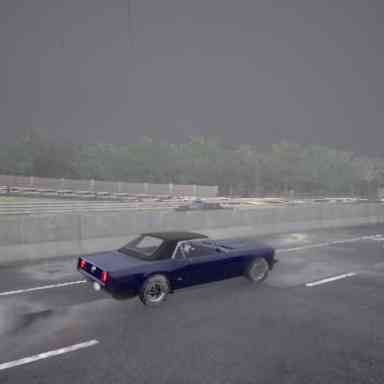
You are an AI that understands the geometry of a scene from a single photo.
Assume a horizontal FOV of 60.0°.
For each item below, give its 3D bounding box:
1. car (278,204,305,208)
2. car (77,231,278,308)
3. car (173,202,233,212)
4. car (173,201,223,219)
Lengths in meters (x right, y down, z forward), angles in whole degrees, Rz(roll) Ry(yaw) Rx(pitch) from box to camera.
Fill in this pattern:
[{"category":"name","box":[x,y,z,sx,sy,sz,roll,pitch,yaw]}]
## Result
[{"category":"car","box":[7.761,1.623,26.725,4.718,1.301,1.895,0,0,-35]},{"category":"car","box":[-0.111,1.603,7.975,4.718,1.301,1.895,0,0,-36]},{"category":"car","box":[0.918,1.561,26.144,5.357,1.411,2.033,0,0,-36]},{"category":"car","box":[0.565,1.581,30.189,4.181,1.385,1.994,0,0,-35]}]
